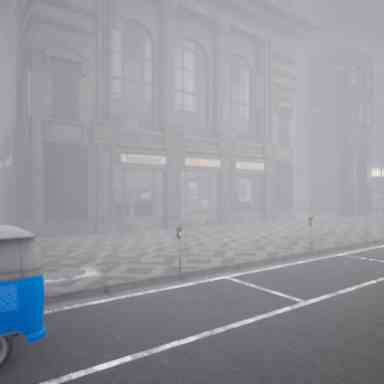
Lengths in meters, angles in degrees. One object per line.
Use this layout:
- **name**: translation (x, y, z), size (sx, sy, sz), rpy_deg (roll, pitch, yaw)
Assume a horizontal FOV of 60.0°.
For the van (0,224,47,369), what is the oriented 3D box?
- **van**: translation (-3.846, 1.340, 3.908), size (3.998, 1.788, 1.690), rpy_deg (0, 0, -36)
